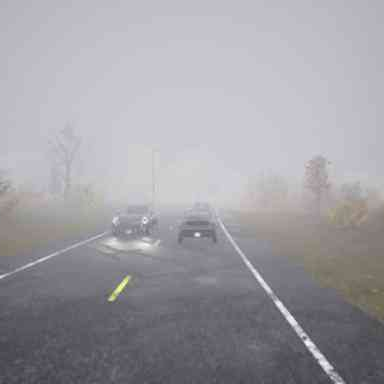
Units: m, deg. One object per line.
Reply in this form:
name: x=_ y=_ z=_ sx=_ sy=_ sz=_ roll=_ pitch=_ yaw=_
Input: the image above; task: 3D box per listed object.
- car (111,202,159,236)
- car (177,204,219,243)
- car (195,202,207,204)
car: x=-3.206 y=1.489 z=19.436 sx=2.097 sy=1.767 sz=4.553 roll=0 pitch=0 yaw=2
car: x=0.292 y=1.611 z=16.875 sx=1.837 sy=1.490 sz=4.892 roll=0 pitch=0 yaw=2
car: x=0.982 y=1.776 z=35.049 sx=2.033 sy=1.411 sz=5.357 roll=0 pitch=0 yaw=3
